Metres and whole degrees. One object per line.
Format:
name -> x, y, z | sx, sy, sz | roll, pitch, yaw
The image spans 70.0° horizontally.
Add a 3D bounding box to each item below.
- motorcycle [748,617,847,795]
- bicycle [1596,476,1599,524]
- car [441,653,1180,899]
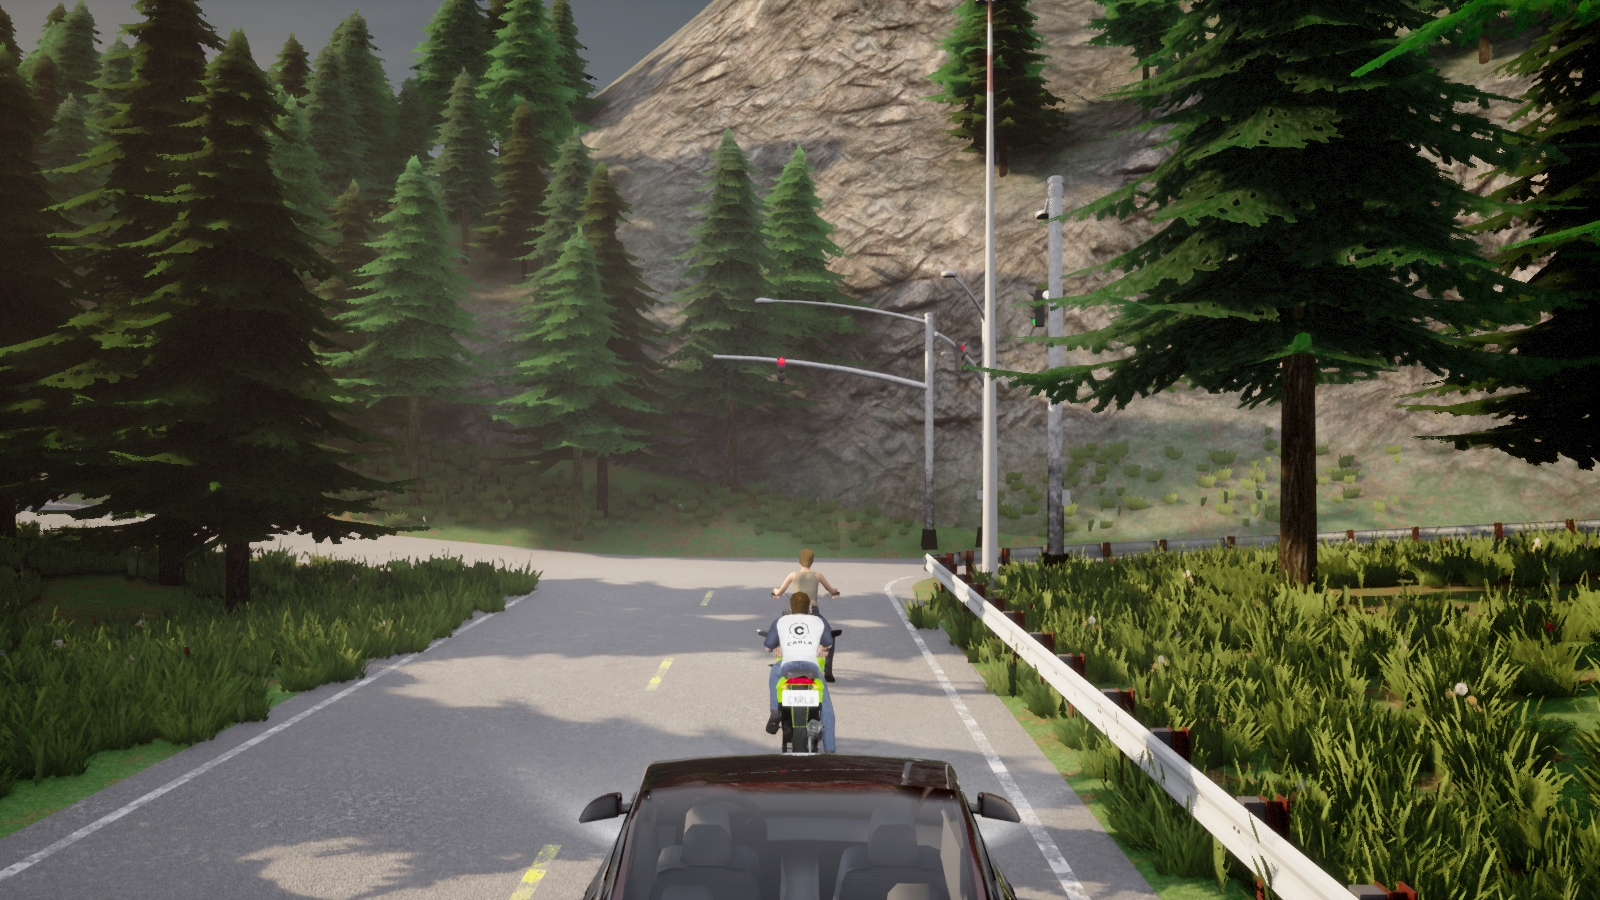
motorcycle -> -0.020, 2.213, 10.238 | 0.803, 1.145, 2.033 | 0, 0, 0
bicycle -> 21.727, 1.355, 29.474 | 1.835, 1.471, 0.329 | -5, -2, 26
car -> 0.029, 2.063, 5.012 | 2.163, 1.488, 4.792 | 0, 0, 0
